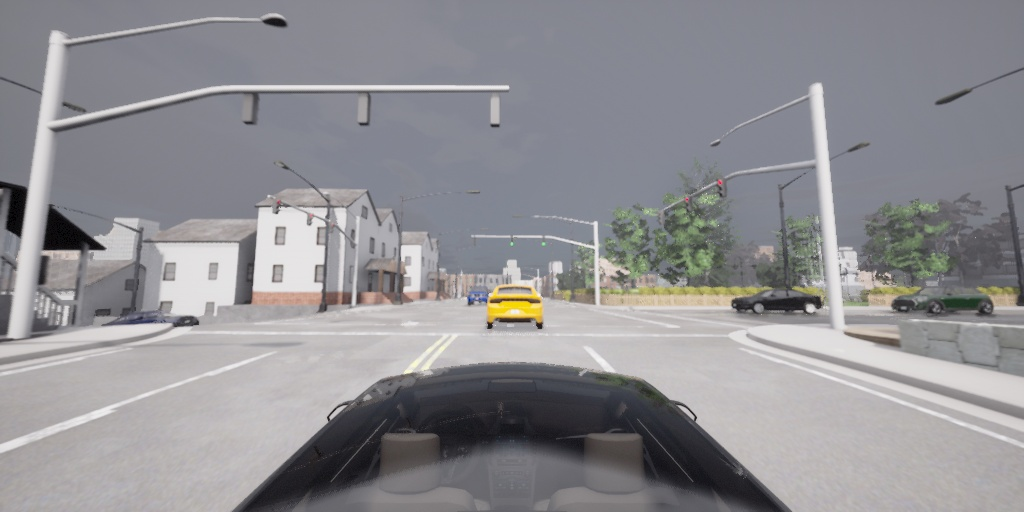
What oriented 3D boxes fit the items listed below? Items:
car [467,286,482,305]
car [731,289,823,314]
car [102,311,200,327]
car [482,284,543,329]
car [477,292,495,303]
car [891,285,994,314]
[{"bbox_3d":[-3.615,4.353,39.754,2.150,2.045,5.566,0,-6,0],"label":"car"},{"bbox_3d":[16.488,2.811,22.516,5.008,1.535,1.882,0,-6,1],"label":"car"},{"bbox_3d":[-19.348,3.613,19.175,4.181,1.385,1.994,-8,-6,0],"label":"car"},{"bbox_3d":[0.099,1.835,13.664,1.882,1.535,5.008,0,-6,0],"label":"car"},{"bbox_3d":[-3.598,5.759,50.079,2.033,1.411,5.357,0,-6,0],"label":"car"},{"bbox_3d":[26.651,2.671,22.386,4.553,1.767,2.097,0,-6,1],"label":"car"}]
